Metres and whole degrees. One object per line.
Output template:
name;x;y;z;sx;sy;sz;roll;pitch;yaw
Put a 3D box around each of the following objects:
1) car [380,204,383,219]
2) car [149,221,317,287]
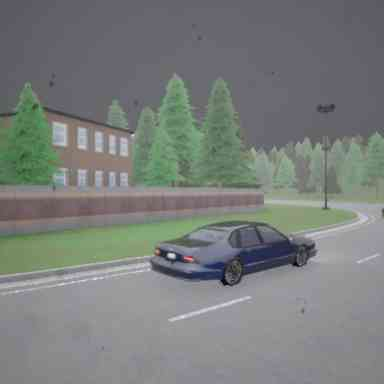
car;16.838;1.516;27.532;1.994;1.385;4.181;0;0;27
car;1.409;1.537;9.404;5.357;1.411;2.033;0;0;-41
